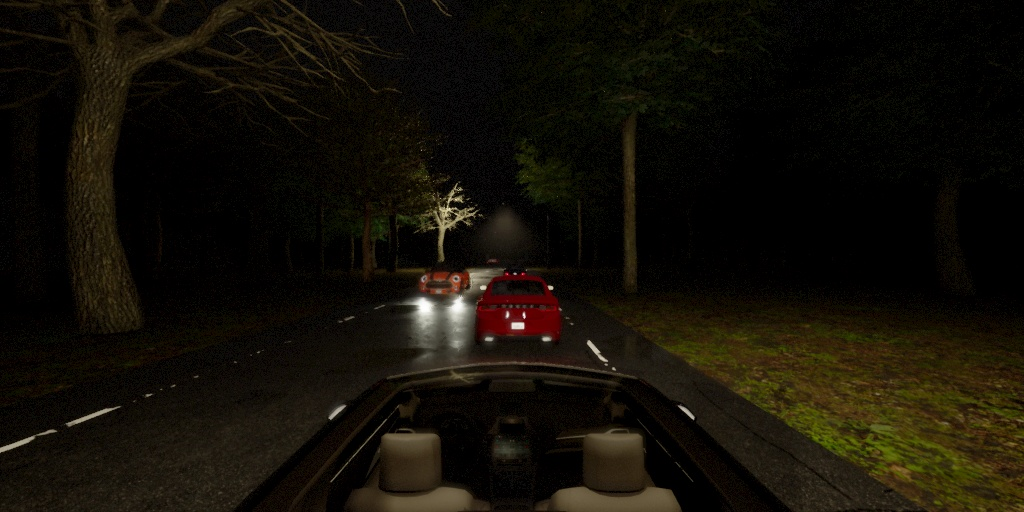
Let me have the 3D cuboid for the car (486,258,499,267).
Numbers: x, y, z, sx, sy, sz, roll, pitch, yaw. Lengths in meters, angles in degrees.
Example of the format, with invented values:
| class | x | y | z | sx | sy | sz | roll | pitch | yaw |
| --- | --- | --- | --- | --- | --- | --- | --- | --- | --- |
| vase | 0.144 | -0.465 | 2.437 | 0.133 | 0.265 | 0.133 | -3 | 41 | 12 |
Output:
| class | x | y | z | sx | sy | sz | roll | pitch | yaw |
| --- | --- | --- | --- | --- | --- | --- | --- | --- | --- |
| car | -3.266 | 1.101 | 60.707 | 1.882 | 1.535 | 5.008 | 0 | 0 | 0 |

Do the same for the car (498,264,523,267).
| class | x | y | z | sx | sy | sz | roll | pitch | yaw |
| --- | --- | --- | --- | --- | --- | --- | --- | --- | --- |
| car | 0.210 | 1.351 | 28.294 | 2.033 | 1.411 | 5.357 | 0 | 0 | 0 |

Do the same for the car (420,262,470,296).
| class | x | y | z | sx | sy | sz | roll | pitch | yaw |
| --- | --- | --- | --- | --- | --- | --- | --- | --- | --- |
| car | -3.529 | 1.128 | 19.558 | 2.097 | 1.767 | 4.553 | 0 | 0 | 0 |

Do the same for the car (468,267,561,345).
| class | x | y | z | sx | sy | sz | roll | pitch | yaw |
| --- | --- | --- | --- | --- | --- | --- | --- | --- | --- |
| car | 0.130 | 1.234 | 9.559 | 1.882 | 1.535 | 5.008 | 0 | 0 | 0 |
